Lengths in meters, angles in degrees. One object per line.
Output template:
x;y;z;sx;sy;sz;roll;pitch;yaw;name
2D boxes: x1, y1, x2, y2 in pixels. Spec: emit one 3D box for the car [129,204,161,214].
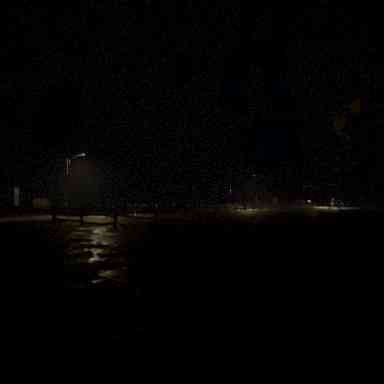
-7.001;2.479;49.743;2.033;1.411;5.357;-1;-2;36;car
